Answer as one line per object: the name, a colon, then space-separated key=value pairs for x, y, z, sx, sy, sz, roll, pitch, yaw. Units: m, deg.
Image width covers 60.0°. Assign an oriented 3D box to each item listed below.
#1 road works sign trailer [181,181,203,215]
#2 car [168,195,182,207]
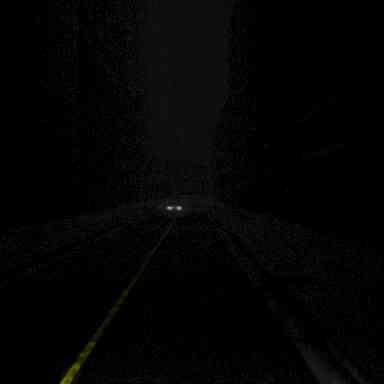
road works sign trailer: x=0.016 y=0.608 z=35.349 sx=2.380 sy=3.560 sz=2.880 roll=0 pitch=0 yaw=0
car: x=-3.016 y=1.473 z=58.863 sx=2.150 sy=2.045 sz=5.566 roll=0 pitch=0 yaw=1
